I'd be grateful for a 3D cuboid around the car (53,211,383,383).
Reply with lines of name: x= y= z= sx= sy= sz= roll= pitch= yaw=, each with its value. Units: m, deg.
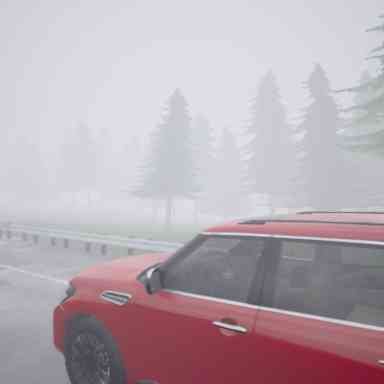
car: x=0.970 y=1.221 z=3.300 sx=5.566 sy=2.045 sz=2.150 roll=0 pitch=0 yaw=36
